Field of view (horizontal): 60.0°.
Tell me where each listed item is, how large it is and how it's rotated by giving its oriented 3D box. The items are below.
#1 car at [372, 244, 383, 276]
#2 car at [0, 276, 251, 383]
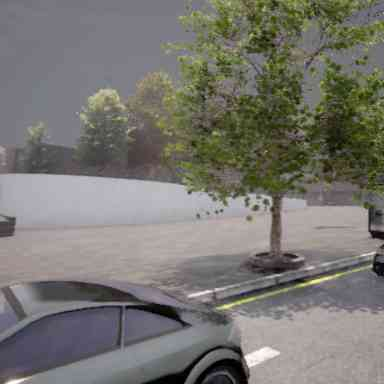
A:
[{"bbox_3d":[6.608,1.529,8.818,4.181,1.385,1.994,0,0,-36],"label":"car"},{"bbox_3d":[-1.462,1.579,2.956,4.181,1.385,1.994,0,0,-36],"label":"car"}]
